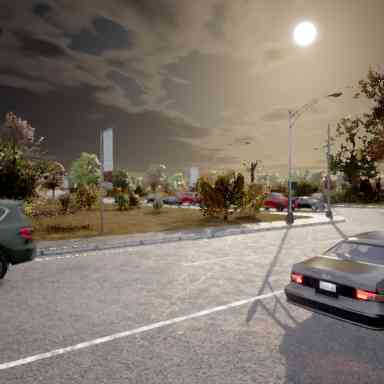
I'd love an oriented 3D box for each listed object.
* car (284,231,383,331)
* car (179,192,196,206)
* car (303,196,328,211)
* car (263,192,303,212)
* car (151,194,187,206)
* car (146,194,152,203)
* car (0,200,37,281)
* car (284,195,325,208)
[{"bbox_3d":[4.176,1.528,6.746,5.357,1.411,2.033,0,0,-36],"label":"car"},{"bbox_3d":[-0.081,1.042,52.723,2.150,2.045,5.566,-1,0,-39],"label":"car"},{"bbox_3d":[12.629,1.304,36.986,2.128,1.511,4.902,-1,0,-39],"label":"car"},{"bbox_3d":[8.750,1.059,36.252,2.150,2.045,5.566,-1,0,-37],"label":"car"},{"bbox_3d":[-3.605,1.393,51.519,2.033,1.411,5.357,-1,0,-39],"label":"car"},{"bbox_3d":[-6.413,1.176,60.631,2.097,1.767,4.553,-1,0,-38],"label":"car"},{"bbox_3d":[-6.692,1.222,7.807,5.566,2.045,2.150,0,0,-36],"label":"car"},{"bbox_3d":[15.214,1.242,45.156,1.882,1.535,5.008,-1,0,-38],"label":"car"}]
